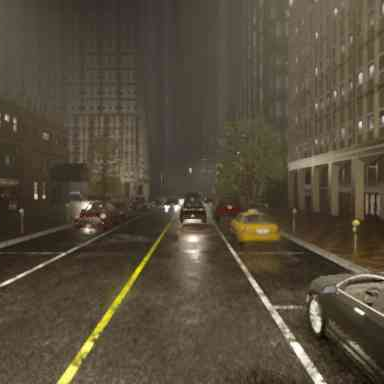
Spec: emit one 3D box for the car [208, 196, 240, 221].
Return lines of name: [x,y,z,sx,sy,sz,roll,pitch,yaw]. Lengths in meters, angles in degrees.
car: [2.683,1.190,25.843,2.192,1.841,5.009,0,0,0]

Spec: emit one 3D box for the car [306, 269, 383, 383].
car: [2.686,1.532,3.747,2.008,1.369,4.403,0,0,0]

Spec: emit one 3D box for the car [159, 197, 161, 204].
car: [-5.826,1.296,52.088,1.887,1.381,4.507,0,0,0]

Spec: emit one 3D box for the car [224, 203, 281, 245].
car: [2.685,1.452,14.965,1.752,1.417,4.829,0,0,0]

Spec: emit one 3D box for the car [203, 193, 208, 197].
car: [2.813,1.327,53.465,1.802,1.307,4.206,0,0,0]

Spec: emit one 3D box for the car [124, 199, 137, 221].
car: [-5.695,1.457,25.840,1.802,1.307,4.206,0,0,0]

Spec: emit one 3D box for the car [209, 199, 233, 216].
car: [2.685,1.394,31.368,1.887,1.381,4.507,0,0,0]

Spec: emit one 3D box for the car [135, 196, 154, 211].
car: [-5.697,1.263,36.887,1.967,1.590,4.097,0,0,0]

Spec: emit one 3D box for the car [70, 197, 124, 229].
car: [-5.696,1.341,20.315,1.967,1.590,4.097,0,0,0]

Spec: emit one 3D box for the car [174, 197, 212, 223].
car: [0.075,1.373,24.474,2.128,1.511,4.902,0,0,0]

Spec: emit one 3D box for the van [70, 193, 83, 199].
van: [-24.152,1.010,67.483,3.998,1.788,1.690,0,0,1]

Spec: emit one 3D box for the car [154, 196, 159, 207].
car: [-5.755,1.363,42.411,1.947,1.339,4.313,0,0,0]

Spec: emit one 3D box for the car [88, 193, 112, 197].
car: [-18.611,0.992,67.425,5.009,1.841,2.192,0,0,1]

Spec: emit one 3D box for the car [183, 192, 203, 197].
car: [0.019,1.017,43.657,2.150,2.045,5.566,0,1,0]

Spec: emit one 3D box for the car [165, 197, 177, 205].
car: [-3.035,1.356,51.406,1.895,1.301,4.718,0,0,1]
